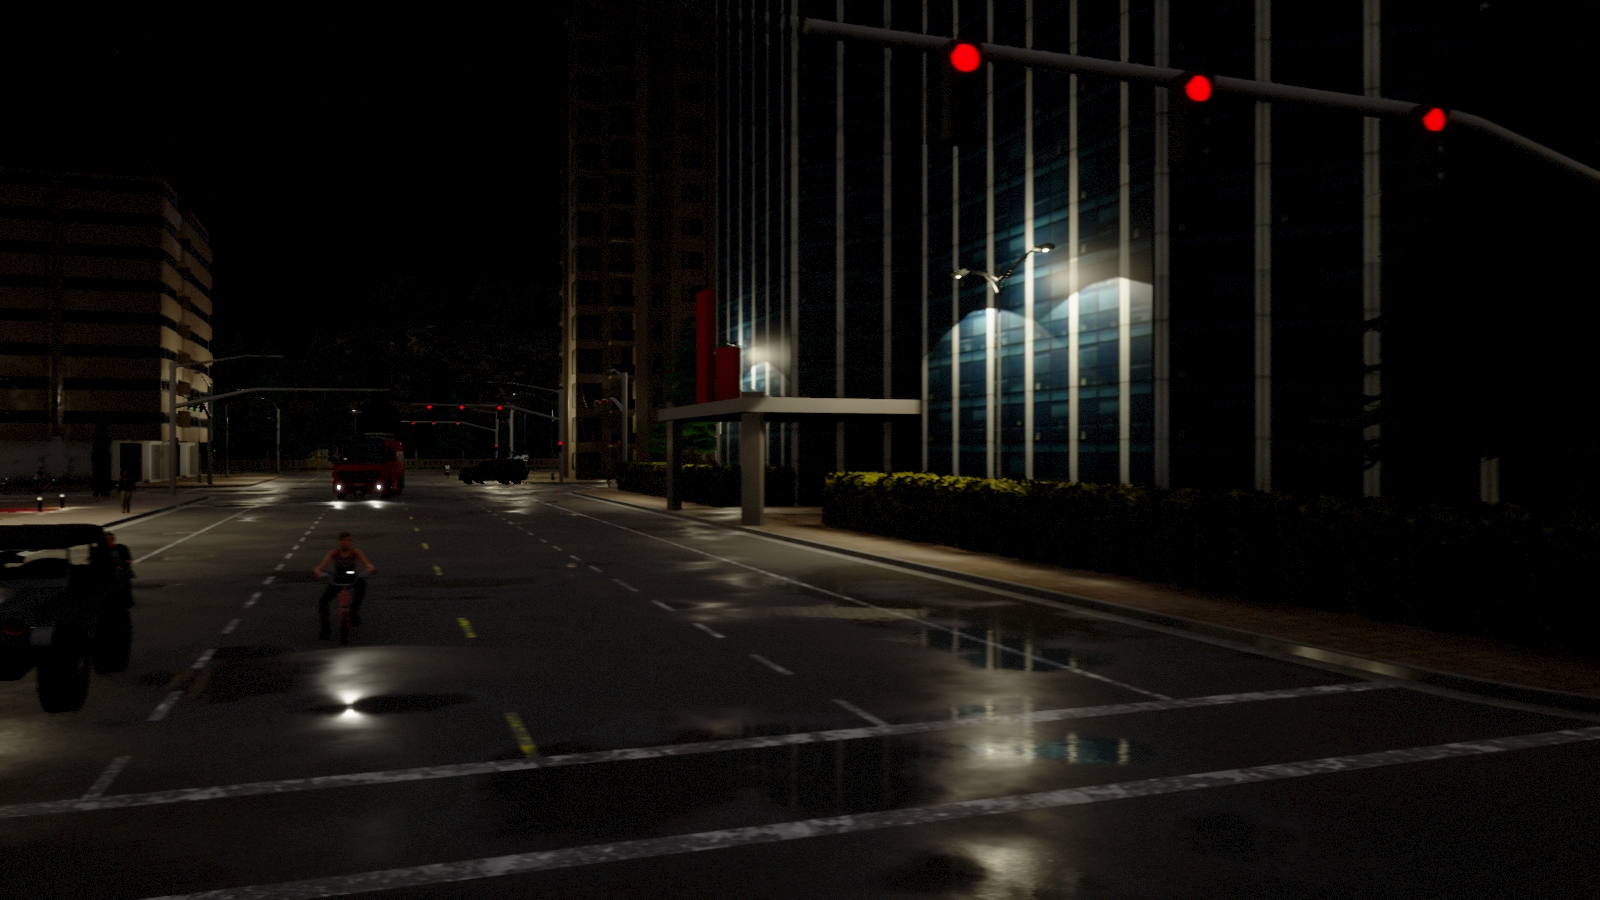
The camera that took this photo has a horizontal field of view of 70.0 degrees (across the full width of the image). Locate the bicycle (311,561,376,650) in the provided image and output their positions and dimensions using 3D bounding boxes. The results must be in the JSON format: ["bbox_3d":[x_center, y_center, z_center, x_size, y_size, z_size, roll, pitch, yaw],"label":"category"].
[{"bbox_3d":[-6.702,2.256,16.823,0.859,1.080,1.487,0,0,-21],"label":"bicycle"}]

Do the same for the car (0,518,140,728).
[{"bbox_3d":[-9.059,1.857,13.173,1.905,1.878,3.866,0,0,-20],"label":"car"}]
